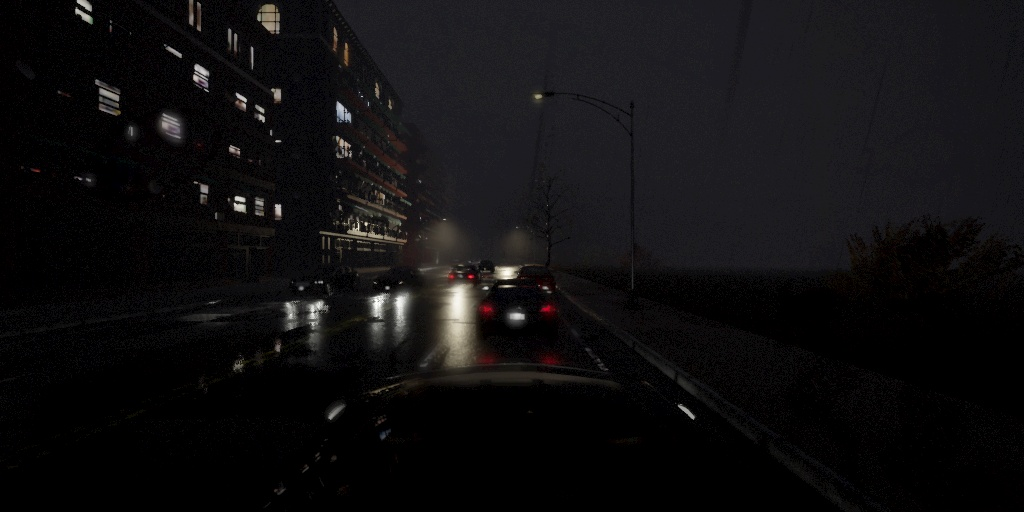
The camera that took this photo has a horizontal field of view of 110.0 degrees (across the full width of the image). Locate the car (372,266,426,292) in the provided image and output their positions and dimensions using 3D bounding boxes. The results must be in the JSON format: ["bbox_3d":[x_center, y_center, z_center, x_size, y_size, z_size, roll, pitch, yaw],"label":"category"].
[{"bbox_3d":[-6.574,1.299,21.582,2.033,1.411,5.357,0,0,0],"label":"car"}]

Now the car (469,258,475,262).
[{"bbox_3d":[-6.468,1.102,63.712,2.097,1.767,4.553,0,0,0],"label":"car"}]

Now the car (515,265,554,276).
[{"bbox_3d":[1.161,1.230,18.876,1.882,1.535,5.008,0,0,0],"label":"car"}]

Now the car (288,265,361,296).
[{"bbox_3d":[-9.827,1.243,19.178,2.128,1.511,4.902,0,0,0],"label":"car"}]

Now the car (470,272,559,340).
[{"bbox_3d":[0.113,1.315,9.957,1.994,1.385,4.181,0,0,0],"label":"car"}]

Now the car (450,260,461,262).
[{"bbox_3d":[-9.728,1.315,62.196,1.994,1.385,4.181,0,0,0],"label":"car"}]

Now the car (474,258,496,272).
[{"bbox_3d":[-3.092,1.251,43.701,1.837,1.490,4.892,0,-2,0],"label":"car"}]

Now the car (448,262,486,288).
[{"bbox_3d":[-3.106,1.299,24.072,2.033,1.411,5.357,0,0,-1],"label":"car"}]
